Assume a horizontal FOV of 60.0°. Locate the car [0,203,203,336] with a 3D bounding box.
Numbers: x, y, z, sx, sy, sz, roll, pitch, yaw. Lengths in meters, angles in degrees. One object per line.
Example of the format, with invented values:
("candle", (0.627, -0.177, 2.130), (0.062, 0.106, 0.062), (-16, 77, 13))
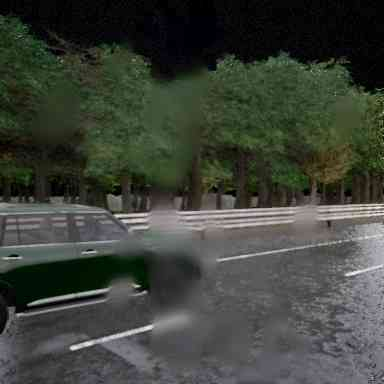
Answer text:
("car", (-2.409, 1.222, 6.345), (5.566, 2.045, 2.150), (0, 0, -36))
